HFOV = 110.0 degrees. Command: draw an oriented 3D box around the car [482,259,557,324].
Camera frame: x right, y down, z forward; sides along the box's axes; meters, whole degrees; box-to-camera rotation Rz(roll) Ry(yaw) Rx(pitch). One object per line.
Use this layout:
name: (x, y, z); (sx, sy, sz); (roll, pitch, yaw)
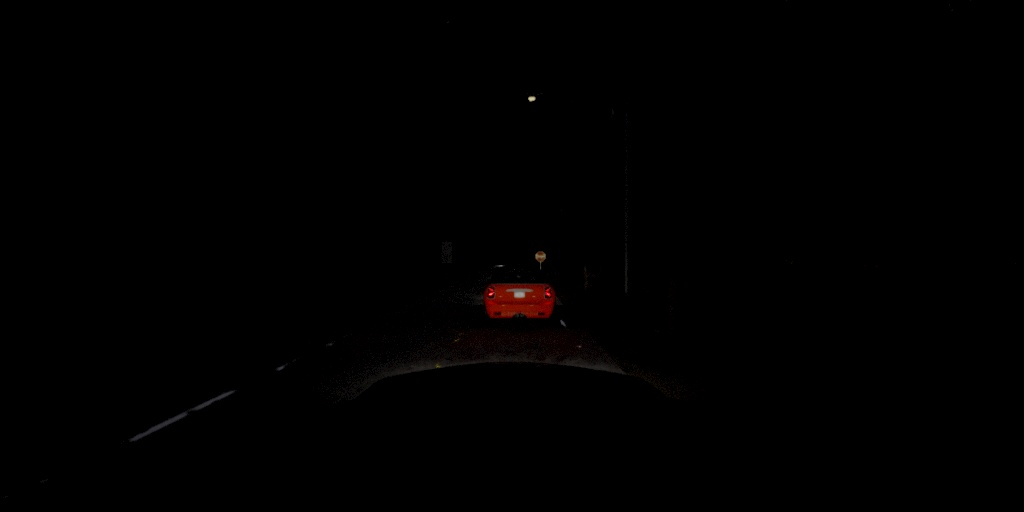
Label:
car: (0.238, 1.073, 11.933); (2.097, 1.767, 4.553); (0, 0, 1)

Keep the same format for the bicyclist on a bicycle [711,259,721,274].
bicyclist on a bicycle: (20.404, 1.113, 35.919); (0.582, 1.620, 1.656); (0, 0, 1)

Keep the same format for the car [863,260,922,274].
car: (41.119, 1.241, 38.785); (5.008, 1.535, 1.882); (0, -2, 1)
